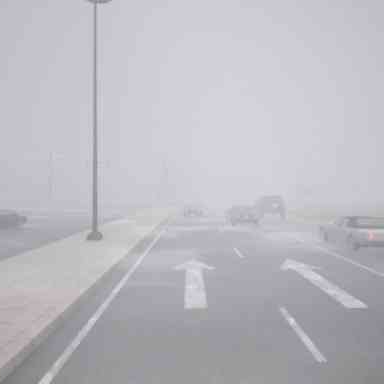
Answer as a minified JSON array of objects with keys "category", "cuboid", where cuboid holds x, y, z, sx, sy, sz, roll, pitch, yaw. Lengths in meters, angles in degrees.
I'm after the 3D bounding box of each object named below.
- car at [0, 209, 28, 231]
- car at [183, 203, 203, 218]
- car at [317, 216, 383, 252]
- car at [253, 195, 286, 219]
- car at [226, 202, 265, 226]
[{"category":"car","cuboid":[-11.507,1.681,19.214,1.895,1.301,4.718,0,0,0]},{"category":"car","cuboid":[0.088,1.730,31.950,1.895,1.301,4.718,0,0,0]},{"category":"car","cuboid":[7.094,1.659,14.265,1.895,1.301,4.718,0,0,0]},{"category":"car","cuboid":[7.089,1.341,31.017,2.150,2.045,5.566,0,-1,0]},{"category":"car","cuboid":[3.590,1.646,24.321,2.033,1.411,5.357,0,0,0]}]
